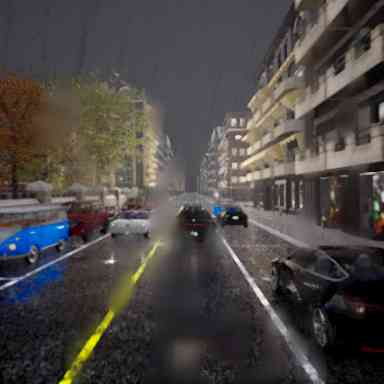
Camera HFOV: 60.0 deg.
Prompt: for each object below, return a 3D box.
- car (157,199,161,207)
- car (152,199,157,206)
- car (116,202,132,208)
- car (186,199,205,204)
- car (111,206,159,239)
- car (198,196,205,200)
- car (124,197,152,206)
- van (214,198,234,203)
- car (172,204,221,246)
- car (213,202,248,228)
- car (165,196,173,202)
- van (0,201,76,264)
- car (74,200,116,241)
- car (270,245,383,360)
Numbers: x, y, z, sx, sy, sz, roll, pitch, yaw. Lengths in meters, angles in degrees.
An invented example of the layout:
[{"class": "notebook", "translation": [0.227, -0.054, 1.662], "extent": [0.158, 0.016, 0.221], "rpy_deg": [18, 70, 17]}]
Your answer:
[{"class": "car", "translation": [-5.690, 1.730, 50.289], "extent": [1.802, 1.307, 4.206], "rpy_deg": [0, 0, 0]}, {"class": "car", "translation": [-5.691, 1.679, 39.220], "extent": [1.947, 1.339, 4.313], "rpy_deg": [0, 0, 0]}, {"class": "car", "translation": [-5.692, 1.615, 22.613], "extent": [2.008, 1.369, 4.403], "rpy_deg": [0, 0, 0]}, {"class": "car", "translation": [0.102, 1.701, 34.894], "extent": [1.895, 1.301, 4.718], "rpy_deg": [0, 0, 0]}, {"class": "car", "translation": [-3.004, 1.651, 17.834], "extent": [1.895, 1.301, 4.718], "rpy_deg": [0, 0, 0]}, {"class": "car", "translation": [2.691, 1.836, 93.972], "extent": [2.008, 1.369, 4.403], "rpy_deg": [0, 0, 0]}, {"class": "car", "translation": [-5.693, 1.412, 33.685], "extent": [2.192, 1.841, 5.009], "rpy_deg": [0, 0, 0]}, {"class": "van", "translation": [2.687, 1.422, 28.150], "extent": [1.690, 1.788, 3.998], "rpy_deg": [0, 0, 0]}, {"class": "car", "translation": [0.102, 1.522, 15.643], "extent": [1.882, 1.535, 5.008], "rpy_deg": [0, 0, 0]}, {"class": "car", "translation": [2.688, 1.630, 22.614], "extent": [1.947, 1.339, 4.313], "rpy_deg": [0, 0, 0]}, {"class": "car", "translation": [-5.690, 1.689, 82.701], "extent": [1.967, 1.590, 4.097], "rpy_deg": [0, 0, 0]}, {"class": "van", "translation": [-5.694, 1.374, 11.543], "extent": [1.690, 1.788, 3.998], "rpy_deg": [0, 0, 0]}, {"class": "car", "translation": [-5.694, 1.363, 17.079], "extent": [2.192, 1.841, 5.009], "rpy_deg": [0, 0, 0]}, {"class": "car", "translation": [2.687, 1.583, 6.008], "extent": [1.947, 1.339, 4.313], "rpy_deg": [0, 0, 0]}]
